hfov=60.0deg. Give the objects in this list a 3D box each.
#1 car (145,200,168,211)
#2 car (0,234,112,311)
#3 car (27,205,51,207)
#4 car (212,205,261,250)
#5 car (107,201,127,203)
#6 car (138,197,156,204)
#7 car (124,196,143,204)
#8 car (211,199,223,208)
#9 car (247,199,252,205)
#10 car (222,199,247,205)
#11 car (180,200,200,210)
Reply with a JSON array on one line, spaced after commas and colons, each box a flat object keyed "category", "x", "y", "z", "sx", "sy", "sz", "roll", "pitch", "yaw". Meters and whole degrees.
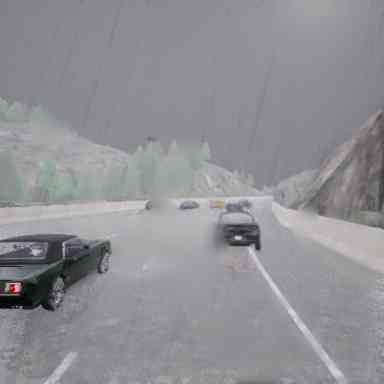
[{"category": "car", "x": -4.735, "y": 1.786, "z": 45.486, "sx": 2.128, "sy": 1.511, "sz": 4.902, "roll": 0, "pitch": -1, "yaw": 15}, {"category": "car", "x": -3.428, "y": 1.648, "z": 7.855, "sx": 1.895, "sy": 1.301, "sz": 4.718, "roll": 0, "pitch": 0, "yaw": 4}, {"category": "car", "x": -17.095, "y": 1.775, "z": 38.508, "sx": 2.033, "sy": 1.411, "sz": 5.357, "roll": 0, "pitch": 0, "yaw": 11}, {"category": "car", "x": 1.945, "y": 1.582, "z": 14.919, "sx": 1.882, "sy": 1.535, "sz": 5.008, "roll": 0, "pitch": 0, "yaw": 5}, {"category": "car", "x": -17.373, "y": 2.061, "z": 75.149, "sx": 1.895, "sy": 1.301, "sz": 4.718, "roll": 0, "pitch": 0, "yaw": 20}, {"category": "car", "x": -10.049, "y": 1.923, "z": 74.696, "sx": 1.837, "sy": 1.490, "sz": 4.892, "roll": 0, "pitch": 0, "yaw": 21}, {"category": "car", "x": -13.296, "y": 1.781, "z": 76.004, "sx": 2.097, "sy": 1.767, "sz": 4.553, "roll": 0, "pitch": 0, "yaw": 21}, {"category": "car", "x": 4.373, "y": 1.834, "z": 52.348, "sx": 1.882, "sy": 1.535, "sz": 5.008, "roll": -1, "pitch": -1, "yaw": 18}, {"category": "car", "x": 8.503, "y": 1.876, "z": 53.459, "sx": 1.837, "sy": 1.490, "sz": 4.892, "roll": 0, "pitch": 0, "yaw": 18}, {"category": "car", "x": 5.472, "y": 1.770, "z": 42.429, "sx": 1.882, "sy": 1.535, "sz": 5.008, "roll": 0, "pitch": 0, "yaw": 14}, {"category": "car", "x": -0.267, "y": 1.888, "z": 48.707, "sx": 1.994, "sy": 1.385, "sz": 4.181, "roll": 0, "pitch": -1, "yaw": 16}]
